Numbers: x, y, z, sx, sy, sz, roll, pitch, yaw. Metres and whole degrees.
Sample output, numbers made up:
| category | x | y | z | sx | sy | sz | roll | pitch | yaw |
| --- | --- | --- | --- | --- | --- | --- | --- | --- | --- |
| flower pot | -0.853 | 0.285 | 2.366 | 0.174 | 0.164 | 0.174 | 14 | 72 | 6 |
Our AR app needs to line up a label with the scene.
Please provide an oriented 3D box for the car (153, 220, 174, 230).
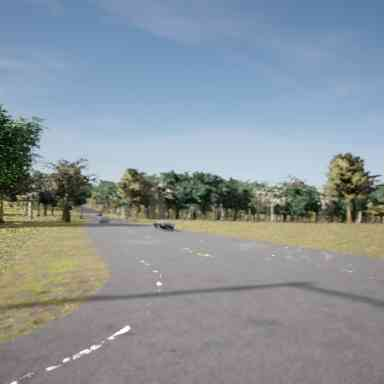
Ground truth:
| category | x | y | z | sx | sy | sz | roll | pitch | yaw |
| --- | --- | --- | --- | --- | --- | --- | --- | --- | --- |
| car | -3.955 | 4.534 | 45.506 | 1.895 | 1.301 | 4.718 | 3 | -4 | -19 |

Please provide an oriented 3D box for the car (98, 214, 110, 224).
| category | x | y | z | sx | sy | sz | roll | pitch | yaw |
| --- | --- | --- | --- | --- | --- | --- | --- | --- | --- |
| car | -17.862 | 5.745 | 67.980 | 1.837 | 1.490 | 4.892 | 2 | -4 | -12 |
